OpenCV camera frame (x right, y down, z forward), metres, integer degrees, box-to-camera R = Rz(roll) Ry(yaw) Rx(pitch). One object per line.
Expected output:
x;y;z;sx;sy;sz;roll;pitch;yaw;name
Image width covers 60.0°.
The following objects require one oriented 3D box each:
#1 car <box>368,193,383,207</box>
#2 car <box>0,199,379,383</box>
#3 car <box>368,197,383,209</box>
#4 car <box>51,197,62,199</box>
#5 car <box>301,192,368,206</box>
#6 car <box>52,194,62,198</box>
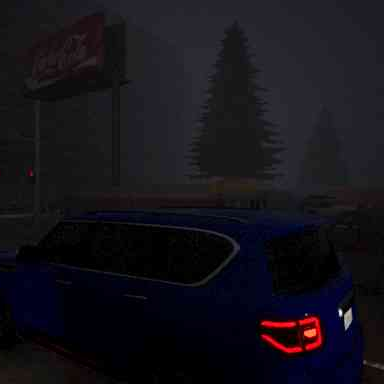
26.624;1.286;47.789;3.988;1.617;1.851;0;0;35;car
-0.778;1.222;4.553;5.566;2.045;2.150;0;0;36;car
11.123;1.339;24.056;4.193;1.474;1.816;0;0;35;car
-11.296;1.508;33.613;1.837;1.490;4.892;0;0;35;car
9.183;1.149;21.999;3.866;1.878;1.905;0;0;35;car
-13.974;1.226;36.235;2.150;2.045;5.566;0;0;35;car
